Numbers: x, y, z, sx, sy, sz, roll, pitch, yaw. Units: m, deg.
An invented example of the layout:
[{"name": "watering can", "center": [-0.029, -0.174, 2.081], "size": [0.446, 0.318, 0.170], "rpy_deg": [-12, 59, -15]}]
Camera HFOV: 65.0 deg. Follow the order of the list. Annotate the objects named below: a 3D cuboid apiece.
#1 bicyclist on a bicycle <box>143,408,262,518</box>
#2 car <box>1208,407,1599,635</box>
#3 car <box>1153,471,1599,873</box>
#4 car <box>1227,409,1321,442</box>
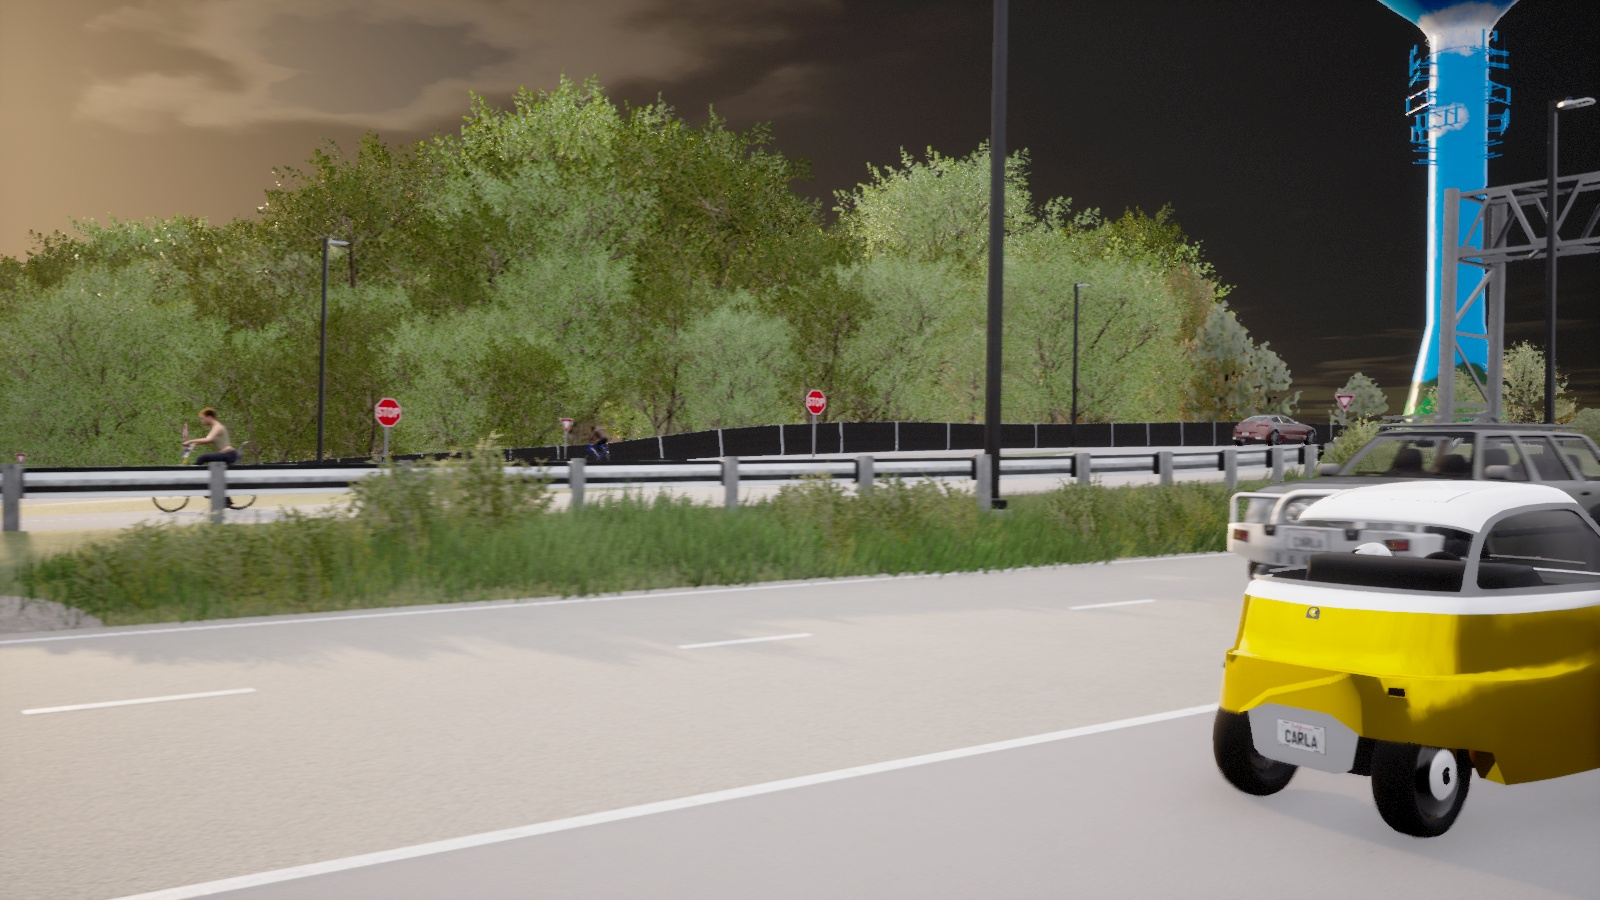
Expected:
[{"name": "bicyclist on a bicycle", "center": [-9.219, 0.191, 19.440], "size": [1.509, 1.612, 0.866], "rpy_deg": [-2, 0, -18]}, {"name": "car", "center": [6.266, 0.574, 12.283], "size": [4.605, 1.855, 1.932], "rpy_deg": [0, 0, -35]}, {"name": "car", "center": [2.931, 0.808, 5.698], "size": [2.207, 1.376, 1.481], "rpy_deg": [0, 0, -35]}, {"name": "car", "center": [24.602, -1.270, 65.167], "size": [5.027, 1.651, 2.152], "rpy_deg": [-1, 1, -36]}]
